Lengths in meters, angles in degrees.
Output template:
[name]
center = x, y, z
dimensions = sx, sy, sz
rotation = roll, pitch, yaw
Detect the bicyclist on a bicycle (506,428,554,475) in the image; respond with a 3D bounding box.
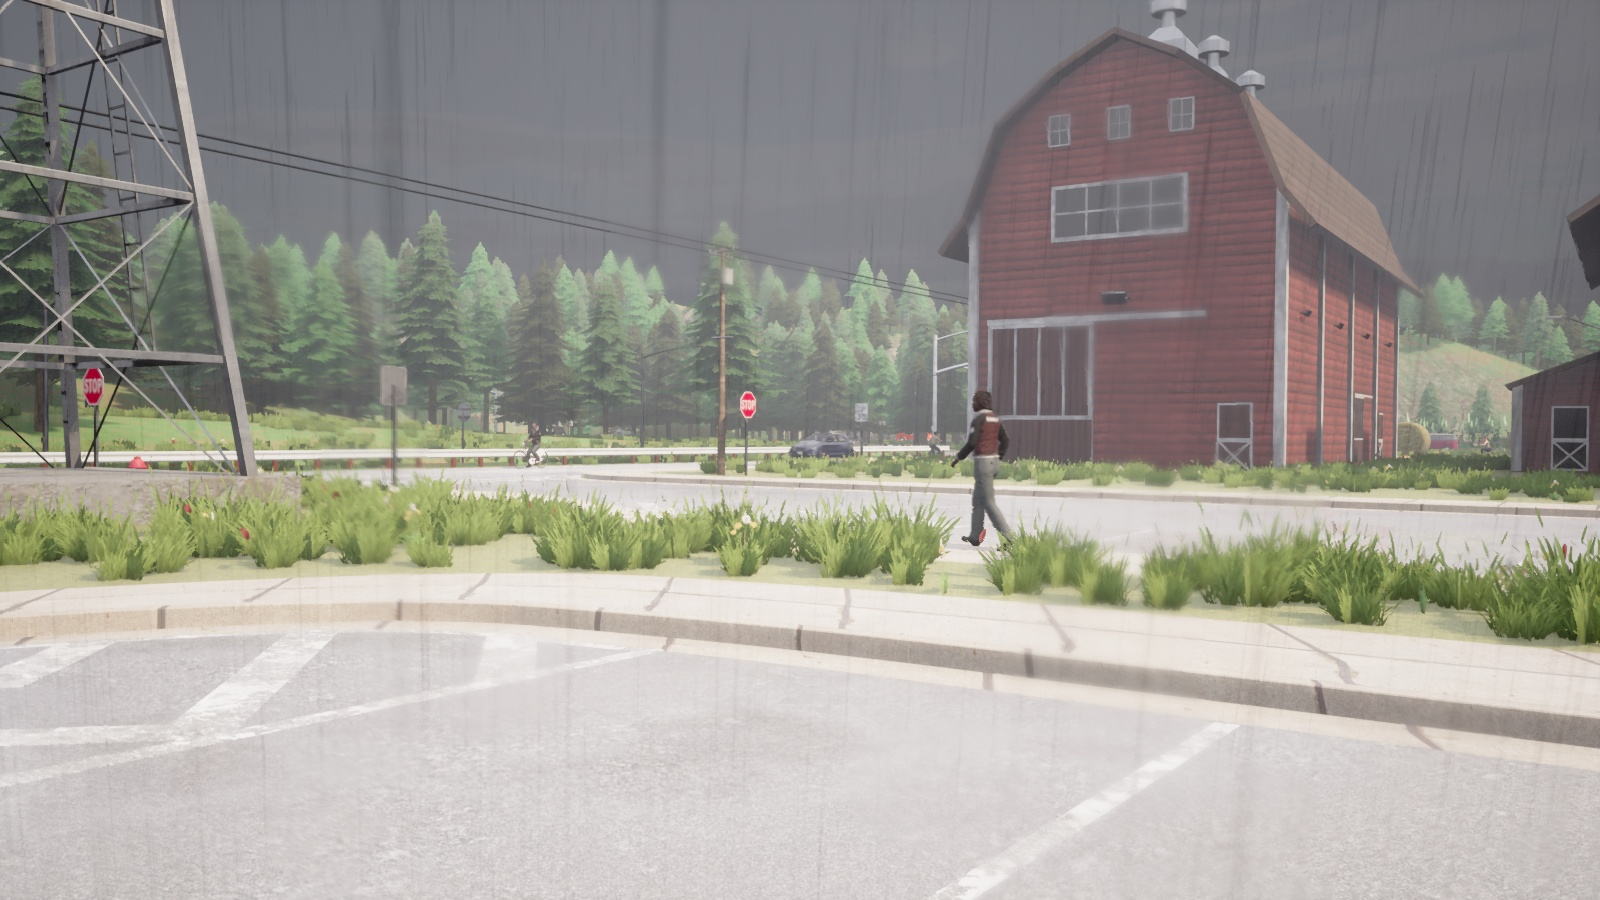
[bicyclist on a bicycle]
center = -10.356, 0.036, 48.266
dimensions = 0.659, 1.776, 1.843
rotation = 0, 1, 34

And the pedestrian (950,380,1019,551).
[pedestrian]
center = 2.128, 0.169, 14.501
dimensions = 0.666, 1.930, 0.402
rotation = 0, 1, 40

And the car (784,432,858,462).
[car]
center = 1.113, -0.155, 65.160
dimensions = 1.816, 1.474, 4.193
rotation = 0, 1, 34
